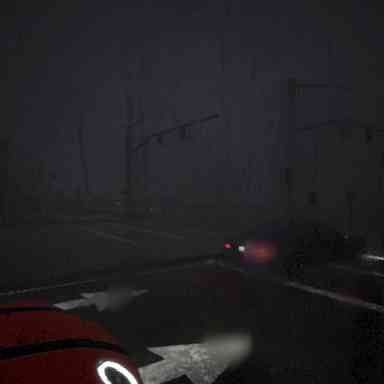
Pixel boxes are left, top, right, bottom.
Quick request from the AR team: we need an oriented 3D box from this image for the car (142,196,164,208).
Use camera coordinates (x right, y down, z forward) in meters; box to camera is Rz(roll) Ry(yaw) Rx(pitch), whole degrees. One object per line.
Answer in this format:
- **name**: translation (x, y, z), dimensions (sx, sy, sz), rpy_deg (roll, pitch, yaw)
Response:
- **car**: translation (-6.899, 1.721, 51.164), dimensions (2.033, 1.411, 5.357), rpy_deg (1, 0, -36)

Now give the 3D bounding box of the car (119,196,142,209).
- **car**: translation (-9.899, 1.696, 49.335), dimensions (2.033, 1.411, 5.357), rpy_deg (1, 0, -36)

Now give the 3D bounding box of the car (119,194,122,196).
- **car**: translation (-15.801, 1.424, 69.490), dimensions (2.150, 2.045, 5.566), rpy_deg (1, 0, -36)

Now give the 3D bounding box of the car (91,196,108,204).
- **car**: translation (-18.894, 1.652, 67.789), dimensions (1.882, 1.535, 5.008), rpy_deg (1, 0, -36)

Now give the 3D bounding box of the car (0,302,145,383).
- **car**: translation (-2.503, 1.345, 1.962), dimensions (4.553, 1.767, 2.097), rpy_deg (0, 0, -35)

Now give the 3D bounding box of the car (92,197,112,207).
- **car**: translation (-15.486, 1.654, 57.074), dimensions (1.837, 1.490, 4.892), rpy_deg (0, 0, -36)

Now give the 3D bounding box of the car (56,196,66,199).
- **car**: translation (-24.783, 1.603, 63.985), dimensions (1.882, 1.535, 5.008), rpy_deg (1, 0, -36)

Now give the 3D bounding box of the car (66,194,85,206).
- **car**: translation (-18.859, 1.346, 55.756), dimensions (2.150, 2.045, 5.566), rpy_deg (0, 0, -36)

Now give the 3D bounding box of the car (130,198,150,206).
- **car**: translation (-9.523, 1.763, 60.806), dimensions (1.994, 1.385, 4.181), rpy_deg (1, 0, -37)

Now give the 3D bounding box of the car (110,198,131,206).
- **car**: translation (-12.780, 1.775, 59.325), dimensions (1.895, 1.301, 4.718), rpy_deg (0, 0, -36)

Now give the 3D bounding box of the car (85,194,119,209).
- **car**: translation (-12.929, 1.345, 47.551), dimensions (2.150, 2.045, 5.566), rpy_deg (0, 0, -35)

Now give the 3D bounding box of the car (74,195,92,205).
- **car**: translation (-21.494, 1.502, 65.416), dimensions (2.097, 1.767, 4.553), rpy_deg (1, 0, -36)

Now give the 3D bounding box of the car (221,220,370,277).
- **car**: translation (3.410, 1.610, 10.481), dimensions (5.357, 1.411, 2.033), rpy_deg (0, 0, -35)

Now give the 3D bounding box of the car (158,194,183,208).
- **car**: translation (-3.642, 1.420, 52.654), dimensions (2.150, 2.045, 5.566), rpy_deg (1, 0, -36)
